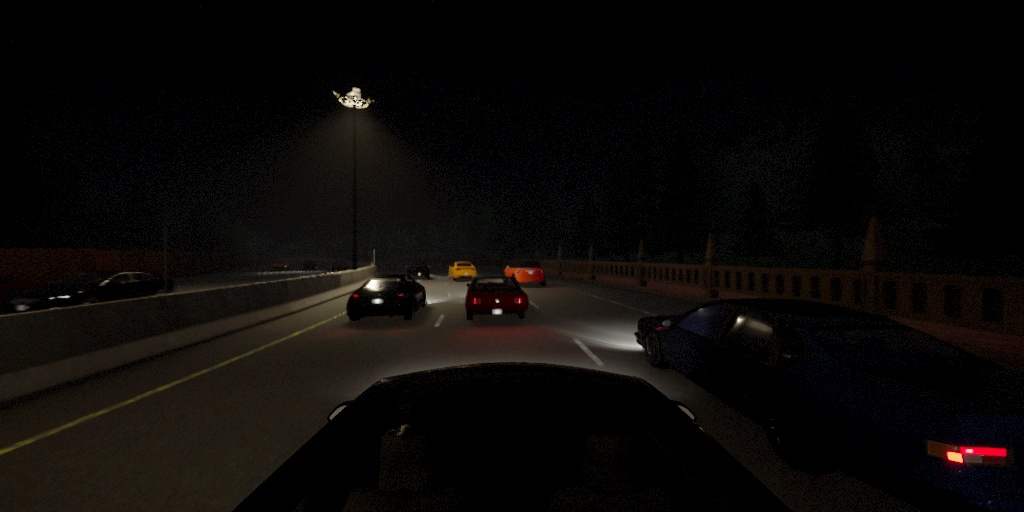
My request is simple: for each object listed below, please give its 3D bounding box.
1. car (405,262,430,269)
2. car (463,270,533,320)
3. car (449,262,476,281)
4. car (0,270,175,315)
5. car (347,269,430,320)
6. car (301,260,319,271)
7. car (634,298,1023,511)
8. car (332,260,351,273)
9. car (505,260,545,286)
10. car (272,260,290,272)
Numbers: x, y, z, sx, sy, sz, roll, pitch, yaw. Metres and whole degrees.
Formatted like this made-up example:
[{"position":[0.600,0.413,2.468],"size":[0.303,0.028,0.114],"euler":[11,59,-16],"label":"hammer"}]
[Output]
[{"position":[-8.467,1.263,32.247],"size":[1.837,1.490,4.892],"euler":[0,0,-18],"label":"car"},{"position":[-0.675,1.344,12.729],"size":[1.895,1.301,4.718],"euler":[0,0,-6],"label":"car"},{"position":[-4.244,1.220,30.382],"size":[1.882,1.535,5.008],"euler":[0,0,-16],"label":"car"},{"position":[-15.043,1.292,13.200],"size":[2.128,1.511,4.902],"euler":[0,0,-8],"label":"car"},{"position":[-4.248,1.322,12.707],"size":[1.994,1.385,4.181],"euler":[0,0,-7],"label":"car"},{"position":[-28.746,1.328,51.076],"size":[1.837,1.490,4.892],"euler":[0,0,-29],"label":"car"},{"position":[3.439,1.281,4.733],"size":[2.033,1.411,5.357],"euler":[0,0,-2],"label":"car"},{"position":[-20.765,1.275,43.580],"size":[1.882,1.535,5.008],"euler":[0,0,-26],"label":"car"},{"position":[0.743,1.079,24.917],"size":[2.097,1.767,4.553],"euler":[0,0,-12],"label":"car"},{"position":[-31.776,1.315,49.324],"size":[1.882,1.535,5.008],"euler":[0,0,-29],"label":"car"}]
